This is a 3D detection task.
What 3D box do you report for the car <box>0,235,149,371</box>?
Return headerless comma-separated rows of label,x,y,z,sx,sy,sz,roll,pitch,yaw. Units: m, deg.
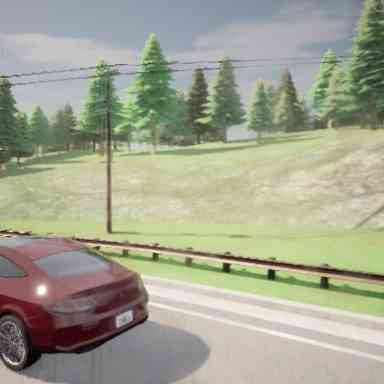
car,-2.845,1.462,5.506,4.674,1.442,1.812,0,1,31
